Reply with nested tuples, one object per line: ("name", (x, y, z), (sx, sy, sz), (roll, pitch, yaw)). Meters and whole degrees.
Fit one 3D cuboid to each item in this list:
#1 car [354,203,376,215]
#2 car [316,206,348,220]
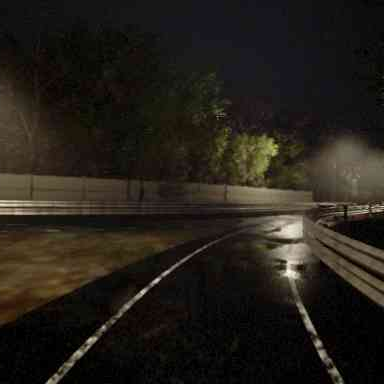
("car", (22.889, 2.171, 43.999), (1.837, 1.490, 4.892), (2, 0, 40))
("car", (14.082, 2.006, 33.350), (1.895, 1.301, 4.718), (2, 0, 40))
